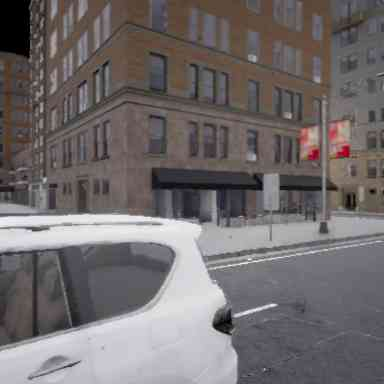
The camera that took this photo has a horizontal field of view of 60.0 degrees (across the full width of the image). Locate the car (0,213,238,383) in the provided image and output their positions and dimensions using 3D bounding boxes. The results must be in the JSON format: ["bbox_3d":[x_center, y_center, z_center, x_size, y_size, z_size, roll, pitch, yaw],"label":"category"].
[{"bbox_3d":[-2.201,1.218,2.117,5.566,2.045,2.150,1,0,-35],"label":"car"}]
